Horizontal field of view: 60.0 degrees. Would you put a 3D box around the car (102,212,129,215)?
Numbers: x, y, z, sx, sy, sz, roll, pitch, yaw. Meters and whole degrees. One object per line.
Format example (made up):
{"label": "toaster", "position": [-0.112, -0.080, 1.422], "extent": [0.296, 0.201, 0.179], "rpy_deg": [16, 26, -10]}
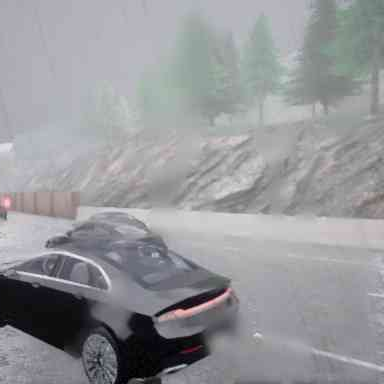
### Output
{"label": "car", "position": [-4.071, 1.657, 16.239], "extent": [4.181, 1.385, 1.994], "rpy_deg": [0, 0, 40]}

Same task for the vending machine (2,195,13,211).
{"label": "vending machine", "position": [-25.288, 1.471, 45.586], "extent": [1.100, 2.100, 0.880], "rpy_deg": [0, 0, -37]}

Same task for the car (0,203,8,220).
{"label": "car", "position": [-17.563, 1.669, 28.997], "extent": [2.128, 1.511, 4.902], "rpy_deg": [0, 0, -43]}

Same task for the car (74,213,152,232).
{"label": "car", "position": [-2.839, 1.587, 10.690], "extent": [4.674, 1.442, 1.812], "rpy_deg": [0, 0, 38]}

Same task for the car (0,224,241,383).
{"label": "car", "position": [-1.614, 1.523, 5.308], "extent": [4.902, 1.511, 2.128], "rpy_deg": [0, 0, 37]}
